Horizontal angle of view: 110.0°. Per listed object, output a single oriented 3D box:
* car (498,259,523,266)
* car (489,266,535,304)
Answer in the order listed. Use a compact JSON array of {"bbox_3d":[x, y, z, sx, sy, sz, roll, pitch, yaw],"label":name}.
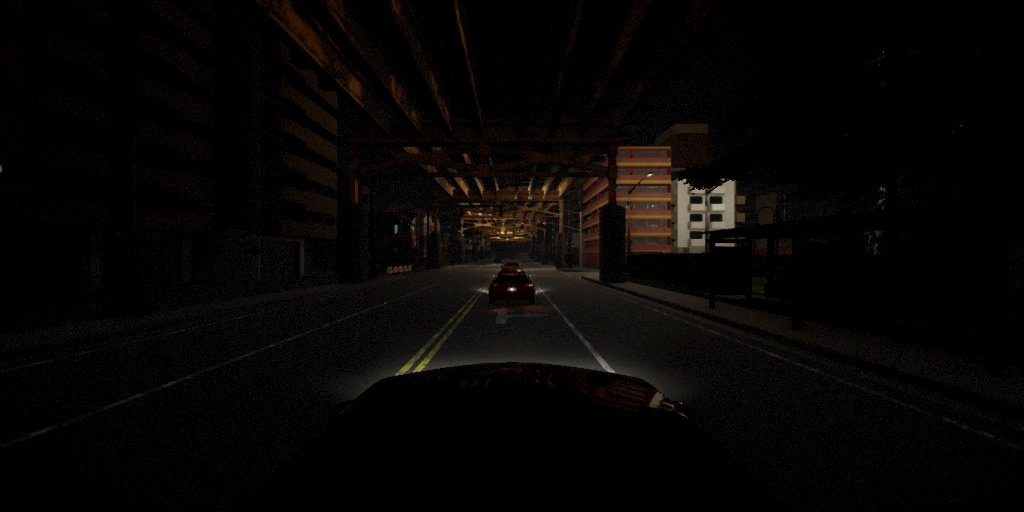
[{"bbox_3d":[0.000,1.232,31.500,1.882,1.535,5.008,0,0,0],"label":"car"},{"bbox_3d":[0.000,1.319,16.500,1.994,1.385,4.181,0,0,0],"label":"car"}]
